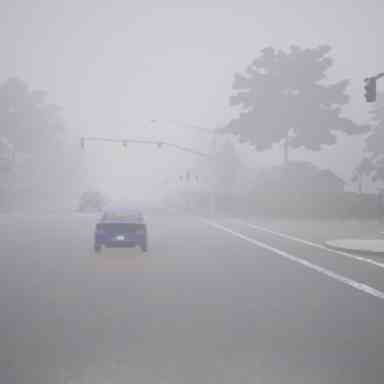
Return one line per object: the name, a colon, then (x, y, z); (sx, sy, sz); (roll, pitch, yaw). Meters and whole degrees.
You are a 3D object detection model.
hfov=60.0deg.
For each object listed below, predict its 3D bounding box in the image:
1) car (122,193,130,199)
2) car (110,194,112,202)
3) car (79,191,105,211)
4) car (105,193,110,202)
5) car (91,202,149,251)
car: (-15.829, 1.042, 79.952); (1.994, 1.385, 4.181); (2, 0, -11)
car: (-15.734, 0.994, 61.454); (1.882, 1.535, 5.008); (2, 0, -11)
car: (-10.692, 0.898, 35.389); (2.150, 2.045, 5.566); (2, 0, -13)
car: (-12.613, 1.141, 45.438); (1.812, 1.442, 4.674); (2, 0, -11)
car: (-2.827, 1.388, 13.698); (1.882, 1.535, 5.008); (2, 0, -10)
